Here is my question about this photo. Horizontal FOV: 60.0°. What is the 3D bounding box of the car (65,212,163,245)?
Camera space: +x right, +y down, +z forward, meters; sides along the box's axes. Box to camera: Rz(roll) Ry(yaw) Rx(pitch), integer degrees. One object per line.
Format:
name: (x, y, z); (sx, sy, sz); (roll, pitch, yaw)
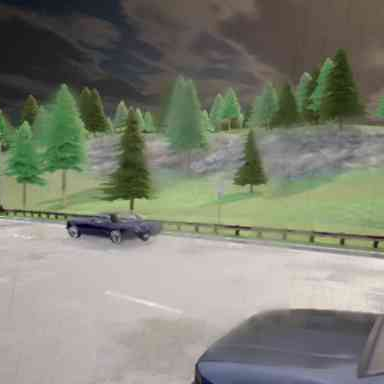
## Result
car: (-3.707, 1.546, 15.241); (4.718, 1.301, 1.895); (0, 0, 36)

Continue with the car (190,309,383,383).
car: (2.548, 1.552, 2.172); (5.357, 1.411, 2.033); (0, 0, 36)
